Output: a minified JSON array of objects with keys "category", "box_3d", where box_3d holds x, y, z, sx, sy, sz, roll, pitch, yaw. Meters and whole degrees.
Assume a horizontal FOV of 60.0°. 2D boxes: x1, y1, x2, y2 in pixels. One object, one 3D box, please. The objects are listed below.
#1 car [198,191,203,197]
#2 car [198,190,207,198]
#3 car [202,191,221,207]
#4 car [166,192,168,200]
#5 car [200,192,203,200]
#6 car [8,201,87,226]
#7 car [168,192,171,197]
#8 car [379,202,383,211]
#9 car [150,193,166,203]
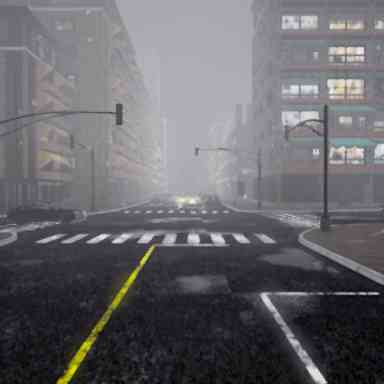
[{"category":"car","box_3d":[2.660,0.947,64.733,1.802,1.307,4.206,0,1,0]},{"category":"car","box_3d":[2.650,0.473,86.866,2.192,1.841,5.009,0,1,0]},{"category":"car","box_3d":[2.671,1.019,42.595,1.967,1.590,4.097,0,1,0]},{"category":"car","box_3d":[-5.717,0.999,59.195,1.802,1.307,4.206,0,1,0]},{"category":"car","box_3d":[2.668,1.076,48.130,2.008,1.369,4.403,0,1,0]},{"category":"car","box_3d":[-9.598,1.382,22.199,4.902,1.511,2.128,-2,0,0]},{"category":"car","box_3d":[-5.720,0.930,64.730,1.947,1.339,4.313,0,1,0]},{"category":"car","box_3d":[18.244,0.982,28.154,4.313,1.339,1.947,-1,1,0]},{"category":"car","box_3d":[-5.716,1.021,53.661,2.008,1.369,4.403,0,1,0]}]
